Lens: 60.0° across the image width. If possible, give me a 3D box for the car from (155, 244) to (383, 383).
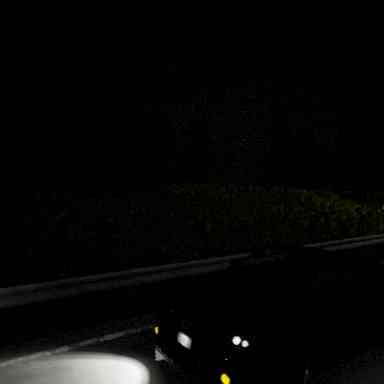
[{"bbox_3d":[1.560,1.551,5.015,4.181,1.385,1.994,0,0,-34],"label":"car"}]
